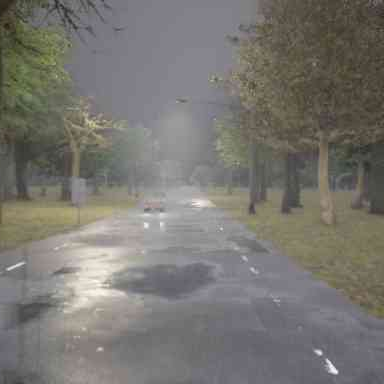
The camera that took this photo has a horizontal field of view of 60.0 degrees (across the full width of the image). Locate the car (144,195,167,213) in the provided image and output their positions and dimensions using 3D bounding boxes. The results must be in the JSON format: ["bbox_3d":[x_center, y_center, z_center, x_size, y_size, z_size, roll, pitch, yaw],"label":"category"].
[{"bbox_3d":[-3.668,1.298,33.322,1.812,1.442,4.674,0,1,-1],"label":"car"}]

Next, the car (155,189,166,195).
[{"bbox_3d":[-6.985,0.248,74.643,2.150,2.045,5.566,0,1,-2],"label":"car"}]
